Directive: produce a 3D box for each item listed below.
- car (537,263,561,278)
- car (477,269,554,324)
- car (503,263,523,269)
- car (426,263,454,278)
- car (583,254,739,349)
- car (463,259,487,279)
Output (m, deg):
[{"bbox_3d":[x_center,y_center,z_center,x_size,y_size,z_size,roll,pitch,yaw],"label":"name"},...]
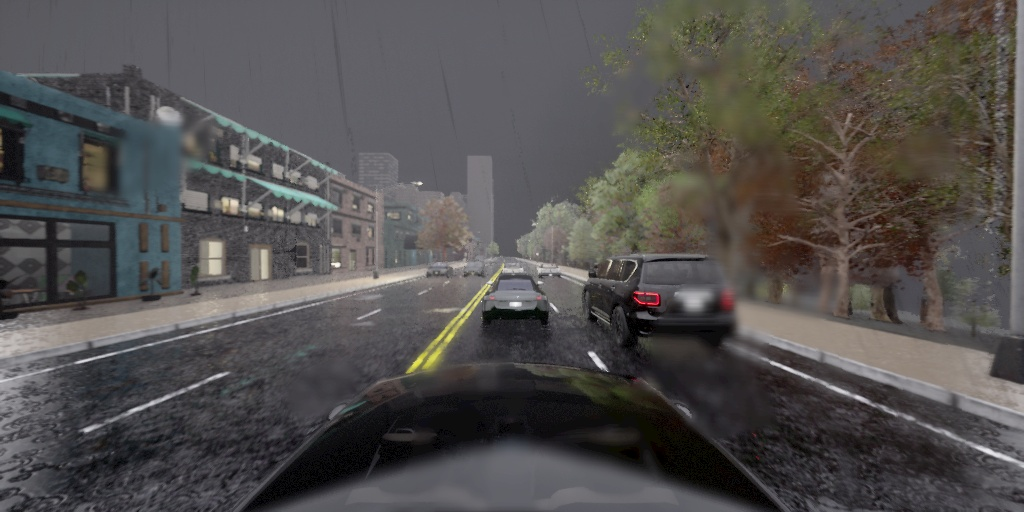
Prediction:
[{"bbox_3d":[3.347,1.345,33.278,1.895,1.301,4.718,0,0,0],"label":"car"},{"bbox_3d":[0.099,1.312,11.979,1.994,1.385,4.181,0,0,0],"label":"car"},{"bbox_3d":[0.097,1.345,33.309,1.895,1.301,4.718,0,0,0],"label":"car"},{"bbox_3d":[-6.597,1.307,33.232,1.994,1.385,4.181,0,0,0],"label":"car"},{"bbox_3d":[3.349,0.970,9.279,2.150,2.045,5.566,0,0,0],"label":"car"},{"bbox_3d":[-3.347,1.249,33.065,1.837,1.490,4.892,0,0,0],"label":"car"}]
